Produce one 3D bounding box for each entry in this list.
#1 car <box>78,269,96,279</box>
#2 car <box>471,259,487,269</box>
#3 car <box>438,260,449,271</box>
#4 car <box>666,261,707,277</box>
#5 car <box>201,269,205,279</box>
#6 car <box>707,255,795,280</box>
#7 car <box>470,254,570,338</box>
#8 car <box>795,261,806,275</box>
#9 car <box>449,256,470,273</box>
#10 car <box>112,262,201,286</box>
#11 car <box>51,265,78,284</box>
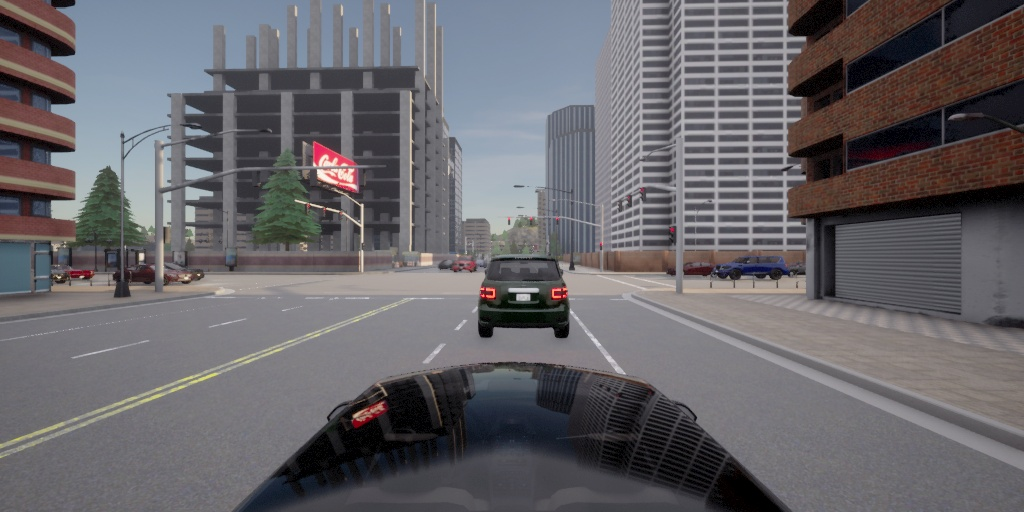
[{"bbox_3d":[-36.494,1.351,28.655,4.718,1.301,1.895,0,0,2],"label":"car"},{"bbox_3d":[-5.087,1.276,56.002,1.812,1.442,4.674,0,0,2],"label":"car"},{"bbox_3d":[-8.842,1.227,49.478,1.882,1.535,5.008,0,0,2],"label":"car"},{"bbox_3d":[17.312,1.228,34.099,5.008,1.535,1.882,0,0,2],"label":"car"},{"bbox_3d":[-27.202,1.228,28.350,5.008,1.535,1.882,0,0,2],"label":"car"},{"bbox_3d":[20.227,0.971,30.505,5.566,2.045,2.150,0,0,2],"label":"car"},{"bbox_3d":[0.339,0.971,10.313,2.150,2.045,5.566,0,0,2],"label":"car"},{"bbox_3d":[27.242,1.241,33.765,4.902,1.511,2.128,0,0,2],"label":"car"},{"bbox_3d":[-5.586,0.970,43.013,2.150,2.045,5.566,0,0,2],"label":"car"},{"bbox_3d":[-24.760,1.276,24.769,4.674,1.442,1.812,0,0,2],"label":"car"},{"bbox_3d":[-34.005,1.255,25.071,4.892,1.490,1.837,0,0,2],"label":"car"}]
